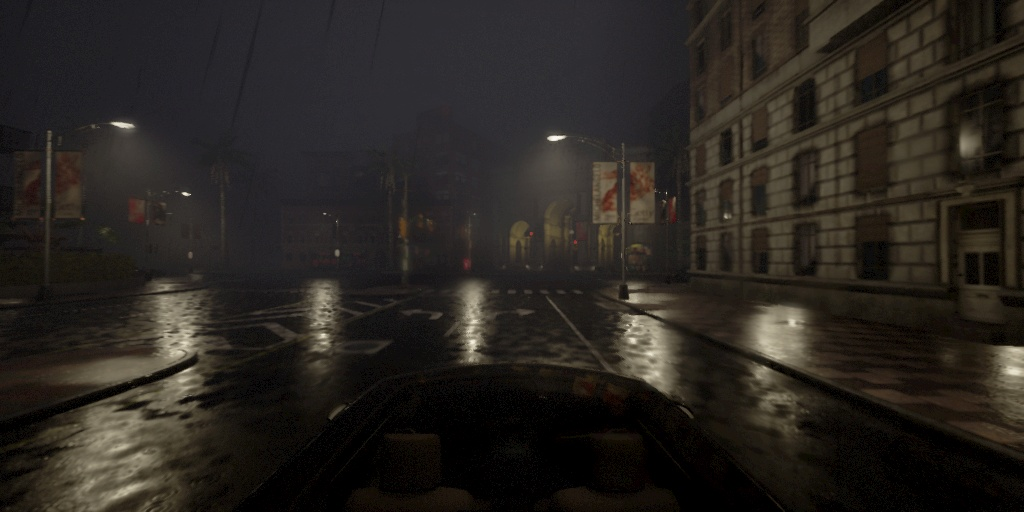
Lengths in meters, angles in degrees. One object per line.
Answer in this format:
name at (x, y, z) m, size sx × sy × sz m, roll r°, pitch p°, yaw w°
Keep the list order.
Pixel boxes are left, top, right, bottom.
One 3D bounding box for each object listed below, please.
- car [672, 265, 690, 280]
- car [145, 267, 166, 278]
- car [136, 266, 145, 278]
car at (18.857, 1.671, 36.315) m, size 4.892 × 1.490 × 1.837 m, roll 0°, pitch 0°, yaw 5°
car at (-38.686, 1.633, 36.896) m, size 4.718 × 1.301 × 1.895 m, roll 0°, pitch -1°, yaw 1°
car at (-37.715, 1.351, 33.380) m, size 4.553 × 1.767 × 2.097 m, roll 0°, pitch -1°, yaw 1°
